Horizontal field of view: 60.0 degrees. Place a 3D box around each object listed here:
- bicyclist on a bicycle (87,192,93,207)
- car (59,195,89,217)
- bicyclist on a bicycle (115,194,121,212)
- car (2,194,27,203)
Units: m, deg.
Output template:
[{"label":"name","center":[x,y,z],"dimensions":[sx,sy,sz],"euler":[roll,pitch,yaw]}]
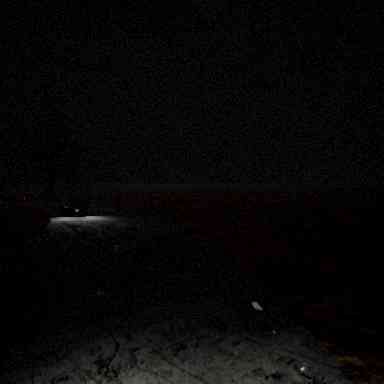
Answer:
[{"label":"bicyclist on a bicycle","center":[-11.551,0.835,37.687],"dimensions":[0.659,1.776,1.843],"euler":[0,0,-35]},{"label":"car","center":[-9.239,1.039,25.943],"dimensions":[1.837,1.490,4.892],"euler":[0,0,-26]},{"label":"bicyclist on a bicycle","center":[-6.548,0.961,29.468],"dimensions":[0.582,1.620,1.656],"euler":[0,0,-27]},{"label":"car","center":[-28.716,1.037,53.659],"dimensions":[4.718,1.301,1.895],"euler":[0,0,38]}]
